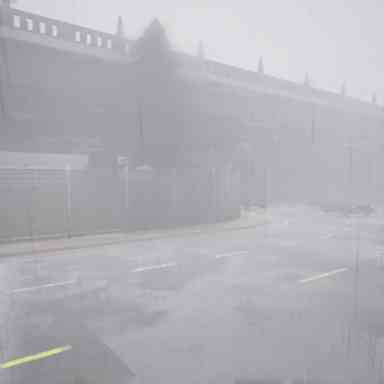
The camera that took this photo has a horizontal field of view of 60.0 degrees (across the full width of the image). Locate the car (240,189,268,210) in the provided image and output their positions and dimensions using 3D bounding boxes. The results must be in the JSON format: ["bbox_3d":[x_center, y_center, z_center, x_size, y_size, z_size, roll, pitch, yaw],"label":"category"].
[{"bbox_3d":[5.652,0.746,34.878,2.150,2.045,5.566,-1,1,-22],"label":"car"}]

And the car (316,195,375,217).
[{"bbox_3d":[11.703,1.132,25.430,1.895,1.301,4.718,-1,1,-6],"label":"car"}]

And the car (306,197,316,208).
[{"bbox_3d":[13.516,0.972,33.921,1.994,1.385,4.181,-1,1,-17],"label":"car"}]
